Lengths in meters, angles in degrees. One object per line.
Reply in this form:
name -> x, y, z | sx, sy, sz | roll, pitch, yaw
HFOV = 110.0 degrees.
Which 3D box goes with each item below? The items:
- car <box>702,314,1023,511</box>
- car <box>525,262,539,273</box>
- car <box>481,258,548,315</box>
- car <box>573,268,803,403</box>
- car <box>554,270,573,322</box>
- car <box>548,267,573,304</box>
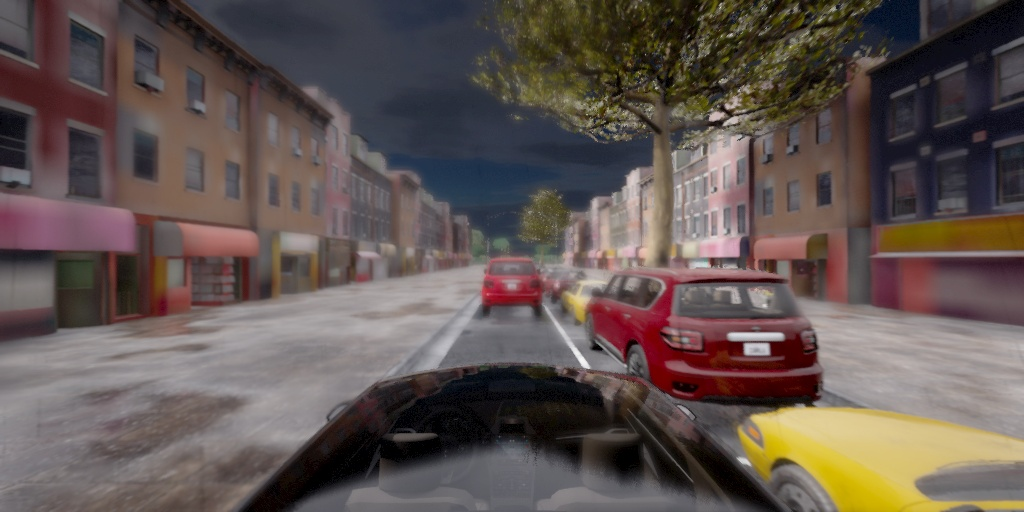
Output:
car -> 2.637, 1.266, 0.862 | 1.751, 1.417, 4.829 | 0, 0, 0
car -> 3.023, 1.693, 54.344 | 1.882, 1.535, 5.008 | 0, 0, 0
car -> 0.010, 1.099, 14.435 | 2.150, 2.045, 5.566 | 0, 0, 0
car -> 2.638, 1.109, 6.238 | 2.192, 1.841, 5.009 | 0, 0, 0
car -> 2.639, 1.374, 11.953 | 1.751, 1.417, 4.829 | 0, 0, 0
car -> 2.640, 1.342, 17.329 | 1.967, 1.591, 4.097 | 0, 0, 0
